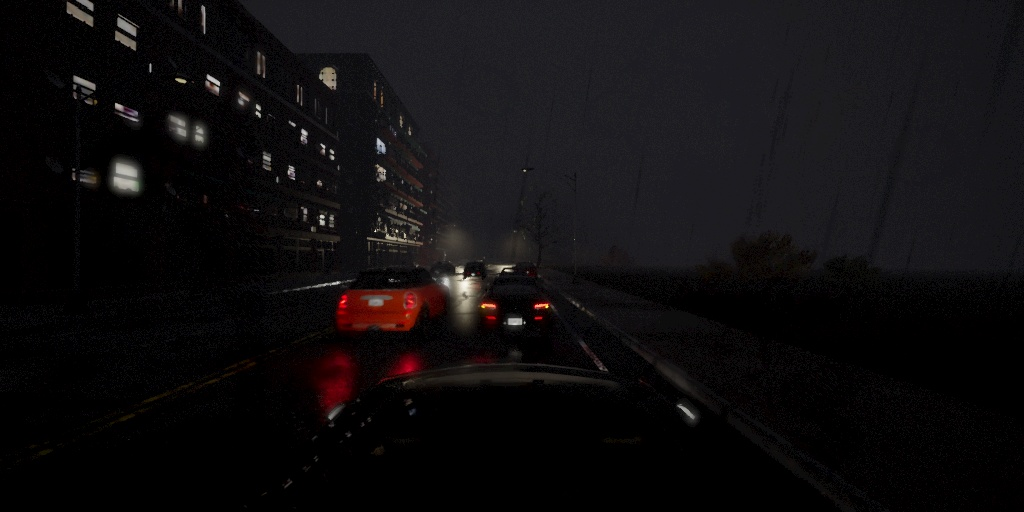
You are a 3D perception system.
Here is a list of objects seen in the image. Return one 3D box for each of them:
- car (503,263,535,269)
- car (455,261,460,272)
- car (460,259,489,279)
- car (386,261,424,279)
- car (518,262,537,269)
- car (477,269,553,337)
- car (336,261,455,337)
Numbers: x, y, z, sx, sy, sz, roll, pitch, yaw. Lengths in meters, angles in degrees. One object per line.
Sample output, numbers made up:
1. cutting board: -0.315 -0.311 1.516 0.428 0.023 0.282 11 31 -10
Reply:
1. car: 0.053 1.317 20.350 1.994 1.385 4.181 0 0 0
2. car: -6.687 1.245 34.859 2.128 1.511 4.902 0 0 0
3. car: -3.229 1.260 32.146 1.837 1.490 4.892 0 0 0
4. car: -9.933 1.245 33.629 2.128 1.511 4.902 0 0 0
5. car: 1.065 1.232 29.878 1.882 1.535 5.008 0 0 0
6. car: 0.070 1.277 10.183 1.812 1.442 4.674 0 0 0
7. car: -3.174 1.105 10.481 2.097 1.767 4.553 0 0 0
